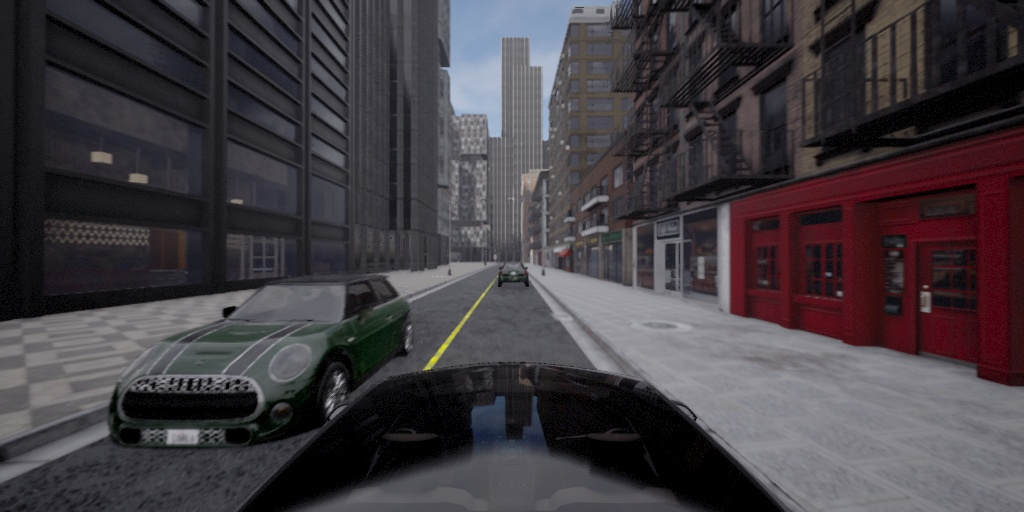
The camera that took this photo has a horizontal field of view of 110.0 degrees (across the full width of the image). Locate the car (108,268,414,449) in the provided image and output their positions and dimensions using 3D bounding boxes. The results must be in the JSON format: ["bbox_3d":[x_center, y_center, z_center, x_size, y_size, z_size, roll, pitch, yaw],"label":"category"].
[{"bbox_3d":[-3.093,1.112,5.618,2.097,1.767,4.553,0,0,0],"label":"car"}]

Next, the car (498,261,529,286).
[{"bbox_3d":[0.097,1.174,25.897,2.097,1.767,4.553,0,0,0],"label":"car"}]
